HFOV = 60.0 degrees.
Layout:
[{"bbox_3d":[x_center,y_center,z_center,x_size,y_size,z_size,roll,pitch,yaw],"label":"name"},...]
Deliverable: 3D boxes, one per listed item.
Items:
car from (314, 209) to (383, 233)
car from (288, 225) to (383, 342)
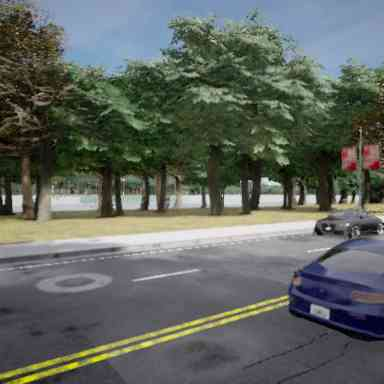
[{"bbox_3d":[8.378,1.634,17.681,4.181,1.385,1.994,0,0,-36],"label":"car"},{"bbox_3d":[3.697,1.550,6.085,4.674,1.442,1.812,0,0,-36],"label":"car"}]
